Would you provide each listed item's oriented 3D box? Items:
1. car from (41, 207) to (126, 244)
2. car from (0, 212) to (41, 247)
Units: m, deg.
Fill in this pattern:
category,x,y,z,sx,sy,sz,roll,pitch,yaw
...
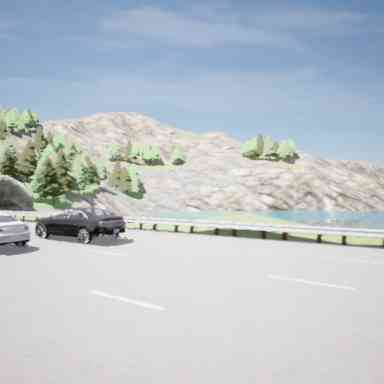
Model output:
category,x,y,z,sx,sy,sz,roll,pitch,yaw
car,-5.327,1.474,15.626,4.902,1.511,2.128,0,0,31
car,-8.454,1.516,13.437,4.674,1.442,1.812,0,0,31
